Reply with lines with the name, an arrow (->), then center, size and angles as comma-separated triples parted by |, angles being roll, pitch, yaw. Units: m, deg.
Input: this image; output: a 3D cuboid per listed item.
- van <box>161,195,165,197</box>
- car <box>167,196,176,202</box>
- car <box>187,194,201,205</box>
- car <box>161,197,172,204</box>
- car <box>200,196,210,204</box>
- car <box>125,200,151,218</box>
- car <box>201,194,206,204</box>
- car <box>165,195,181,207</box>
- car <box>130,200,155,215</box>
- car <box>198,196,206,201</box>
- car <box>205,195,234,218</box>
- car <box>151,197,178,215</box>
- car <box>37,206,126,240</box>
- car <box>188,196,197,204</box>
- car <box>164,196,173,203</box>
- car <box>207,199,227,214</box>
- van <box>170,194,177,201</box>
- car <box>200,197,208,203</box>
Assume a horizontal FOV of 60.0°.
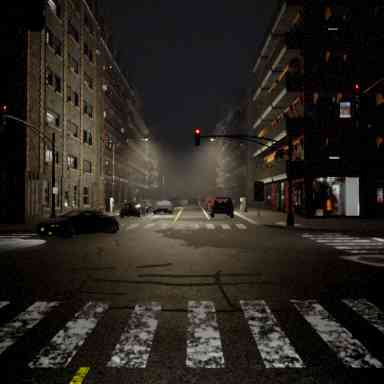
van -> -5.206, 1.428, 63.478 | 1.690, 1.788, 3.998 | 1, 0, 0
car -> -5.179, 1.764, 85.733 | 2.008, 1.369, 4.403 | 1, 0, 0
car -> 0.192, 1.550, 59.889 | 1.882, 1.535, 5.008 | 0, 0, 0
car -> -5.203, 1.667, 69.042 | 2.008, 1.369, 4.403 | 1, 0, 0
car -> 2.679, 1.557, 69.067 | 1.967, 1.590, 4.097 | 1, 0, 0
car -> -5.255, 1.577, 30.109 | 1.947, 1.339, 4.313 | 1, 0, 0
car -> 2.644, 1.336, 41.269 | 2.192, 1.841, 5.009 | 1, 0, 0
car -> -2.761, 1.519, 51.065 | 1.882, 1.535, 5.008 | 0, 0, 0
car -> -5.247, 1.581, 35.671 | 1.947, 1.339, 4.313 | 1, 0, 0
car -> 2.709, 1.814, 91.318 | 1.947, 1.339, 4.313 | 1, 0, 0
car -> 2.629, 1.326, 30.144 | 2.192, 1.841, 5.009 | 1, 0, 0
car -> -2.799, 1.560, 33.797 | 2.033, 1.411, 5.357 | 0, 0, 0
car -> -5.943, 1.662, 17.716 | 1.994, 1.385, 4.181 | 0, -1, 42
car -> 0.173, 1.601, 70.329 | 1.882, 1.535, 5.008 | 0, 0, 0
car -> -5.195, 1.671, 74.434 | 1.752, 1.417, 4.829 | 1, 0, 0
car -> 2.633, 1.540, 35.873 | 1.752, 1.417, 4.829 | 1, 0, 0
van -> -5.168, 1.589, 91.298 | 1.690, 1.788, 3.998 | 1, 0, 0
car -> 2.685, 1.729, 74.626 | 1.802, 1.307, 4.206 | 1, 0, 0
